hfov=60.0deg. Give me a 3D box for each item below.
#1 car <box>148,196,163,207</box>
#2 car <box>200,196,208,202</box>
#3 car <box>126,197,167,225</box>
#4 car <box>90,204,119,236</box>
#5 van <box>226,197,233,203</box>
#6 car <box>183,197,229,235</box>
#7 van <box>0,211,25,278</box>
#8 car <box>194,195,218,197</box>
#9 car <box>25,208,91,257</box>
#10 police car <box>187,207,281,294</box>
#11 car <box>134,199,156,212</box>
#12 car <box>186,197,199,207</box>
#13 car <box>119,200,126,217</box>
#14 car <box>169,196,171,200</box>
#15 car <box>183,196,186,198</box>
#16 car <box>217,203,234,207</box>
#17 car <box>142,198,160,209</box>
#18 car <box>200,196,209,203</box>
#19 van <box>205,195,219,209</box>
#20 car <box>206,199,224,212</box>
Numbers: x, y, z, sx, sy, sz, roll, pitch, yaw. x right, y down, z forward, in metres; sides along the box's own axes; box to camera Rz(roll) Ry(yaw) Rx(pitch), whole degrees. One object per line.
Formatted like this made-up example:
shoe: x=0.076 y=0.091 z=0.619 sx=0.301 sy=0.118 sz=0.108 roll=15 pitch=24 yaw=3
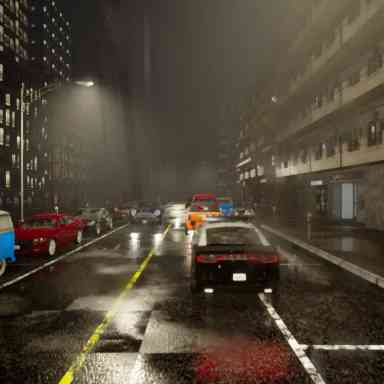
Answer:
car: x=-5.627 y=1.467 z=51.657 sx=1.967 sy=1.590 sz=4.097 roll=0 pitch=0 yaw=0
car: x=2.790 y=1.590 z=79.429 sx=1.752 sy=1.417 sz=4.829 roll=0 pitch=0 yaw=0
car: x=-3.067 y=1.356 z=23.912 sx=2.097 sy=1.767 sz=4.553 roll=0 pitch=0 yaw=0
car: x=-5.669 y=1.567 z=18.519 sx=1.947 sy=1.339 sz=4.313 roll=0 pitch=0 yaw=0
van: x=2.726 y=1.348 z=29.554 sx=1.690 sy=1.788 sz=3.998 roll=0 pitch=0 yaw=0
car: x=0.681 y=1.348 z=18.805 sx=2.097 sy=1.767 sz=4.553 roll=0 pitch=0 yaw=0
van: x=-5.683 y=1.341 z=7.473 sx=1.690 sy=1.788 sz=3.998 roll=0 pitch=0 yaw=0
car: x=0.933 y=1.229 z=24.871 sx=2.150 sy=2.045 sz=5.566 roll=0 pitch=0 yaw=0
car: x=-5.676 y=1.545 z=12.996 sx=1.887 sy=1.381 sz=4.507 roll=0 pitch=0 yaw=0
police car: x=0.912 y=1.425 z=8.950 sx=1.930 sy=1.638 sz=5.238 roll=0 pitch=0 yaw=0
car: x=-5.641 y=1.567 z=40.610 sx=2.008 sy=1.369 sz=4.403 roll=0 pitch=0 yaw=0
car: x=0.072 y=1.578 z=54.431 sx=2.033 sy=1.411 sz=5.357 roll=0 pitch=0 yaw=0
car: x=-5.655 y=1.447 z=29.566 sx=1.967 sy=1.590 sz=4.097 roll=0 pitch=0 yaw=0
car: x=-5.612 y=1.605 z=62.702 sx=1.947 sy=1.339 sz=4.313 roll=0 pitch=0 yaw=0
car: x=0.085 y=1.525 z=44.235 sx=1.837 sy=1.490 sz=4.892 roll=0 pitch=0 yaw=1
car: x=2.712 y=1.552 z=18.508 sx=2.008 sy=1.369 sz=4.403 roll=0 pitch=0 yaw=0
car: x=-5.634 y=1.573 z=46.133 sx=2.008 sy=1.369 sz=4.403 roll=0 pitch=0 yaw=0
car: x=2.783 y=1.621 z=73.737 sx=1.947 sy=1.339 sz=4.313 roll=0 pitch=0 yaw=0
van: x=2.747 y=1.363 z=46.122 sx=1.690 sy=1.788 sz=3.998 roll=0 pitch=0 yaw=0
car: x=2.740 y=1.561 z=40.599 sx=1.887 sy=1.381 sz=4.507 roll=0 pitch=0 yaw=0
